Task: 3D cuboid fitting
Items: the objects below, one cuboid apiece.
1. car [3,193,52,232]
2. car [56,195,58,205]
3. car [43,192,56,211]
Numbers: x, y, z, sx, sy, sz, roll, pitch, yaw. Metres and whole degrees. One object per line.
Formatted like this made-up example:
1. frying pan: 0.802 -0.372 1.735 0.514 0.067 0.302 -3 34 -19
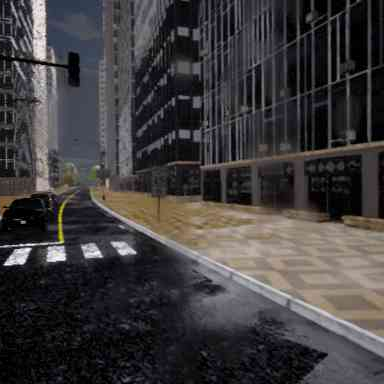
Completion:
1. car: -8.730 1.073 17.716 1.882 1.535 5.008 -1 2 -22
2. car: -15.728 0.732 36.307 1.994 1.385 4.181 -1 2 -19
3. car: -12.296 0.892 26.894 1.837 1.490 4.892 -1 2 -20
